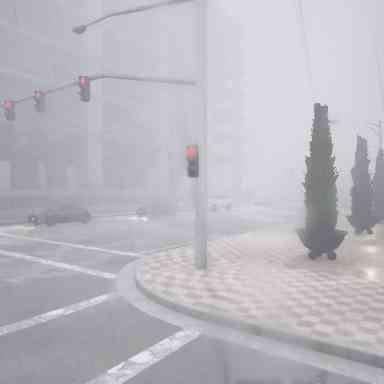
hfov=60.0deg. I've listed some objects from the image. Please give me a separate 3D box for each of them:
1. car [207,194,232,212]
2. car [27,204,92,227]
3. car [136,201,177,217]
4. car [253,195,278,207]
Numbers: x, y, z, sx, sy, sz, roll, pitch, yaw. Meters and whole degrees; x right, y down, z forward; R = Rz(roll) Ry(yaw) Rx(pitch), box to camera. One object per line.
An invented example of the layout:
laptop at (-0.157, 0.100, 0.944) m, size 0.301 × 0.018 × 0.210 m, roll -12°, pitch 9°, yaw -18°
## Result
car at (2.736, 1.228, 39.659) m, size 2.150 × 2.045 × 5.566 m, roll 0°, pitch 0°, yaw 36°
car at (-9.159, 1.570, 23.246) m, size 1.994 × 1.385 × 4.181 m, roll 0°, pitch 0°, yaw 36°
car at (-3.307, 1.570, 31.328) m, size 1.994 × 1.385 × 4.181 m, roll 0°, pitch 0°, yaw 36°
car at (11.052, 1.571, 51.021) m, size 1.994 × 1.385 × 4.181 m, roll 0°, pitch 0°, yaw 36°
